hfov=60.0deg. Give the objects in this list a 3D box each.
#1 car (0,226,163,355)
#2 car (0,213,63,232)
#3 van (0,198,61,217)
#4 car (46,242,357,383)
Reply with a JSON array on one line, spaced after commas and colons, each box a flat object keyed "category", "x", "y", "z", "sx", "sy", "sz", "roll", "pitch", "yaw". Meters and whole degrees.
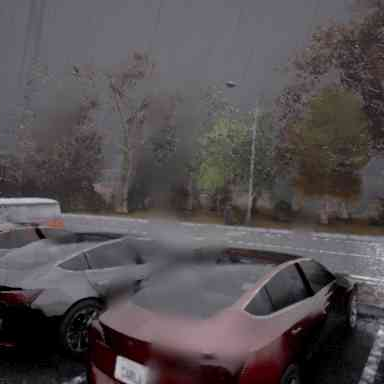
[{"category": "car", "x": -1.384, "y": 1.469, "z": 6.171, "sx": 2.163, "sy": 1.488, "sz": 4.792, "roll": 1, "pitch": 0, "yaw": 36}, {"category": "car", "x": -3.644, "y": 1.444, "z": 7.783, "sx": 2.163, "sy": 1.488, "sz": 4.792, "roll": 1, "pitch": 0, "yaw": 36}, {"category": "van", "x": -5.987, "y": 1.164, "z": 9.275, "sx": 1.878, "sy": 1.987, "sz": 4.442, "roll": 1, "pitch": 0, "yaw": 36}, {"category": "car", "x": 0.876, "y": 1.494, "z": 4.558, "sx": 2.163, "sy": 1.488, "sz": 4.792, "roll": 1, "pitch": 0, "yaw": 36}]
